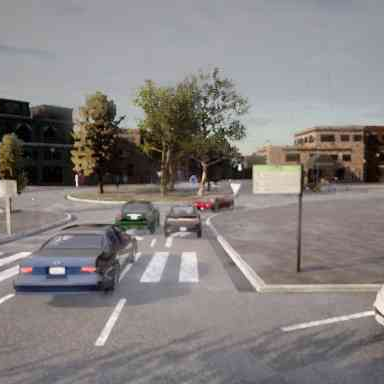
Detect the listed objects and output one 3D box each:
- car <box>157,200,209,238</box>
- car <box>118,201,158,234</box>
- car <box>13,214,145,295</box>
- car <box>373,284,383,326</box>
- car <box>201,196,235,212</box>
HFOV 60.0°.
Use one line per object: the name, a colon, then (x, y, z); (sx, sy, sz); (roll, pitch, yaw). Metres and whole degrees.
car: (-0.456, 1.448, 17.724); (2.128, 1.511, 4.902); (0, 1, -1)
car: (-3.002, 1.271, 19.176); (2.097, 1.767, 4.553); (0, 1, -1)
car: (-2.671, 1.560, 8.897); (2.033, 1.411, 5.357); (0, 0, -2)
car: (5.049, 1.518, 5.157); (4.674, 1.452, 2.002); (1, 0, -22)
car: (2.130, 1.019, 30.439); (1.895, 1.301, 4.718); (3, 5, 34)
